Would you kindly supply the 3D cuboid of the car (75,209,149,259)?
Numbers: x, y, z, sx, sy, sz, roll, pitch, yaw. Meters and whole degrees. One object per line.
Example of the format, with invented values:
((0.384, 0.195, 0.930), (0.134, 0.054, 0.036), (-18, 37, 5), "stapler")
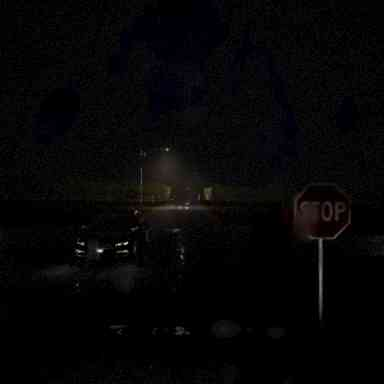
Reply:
((-2.737, 1.455, 12.300), (1.837, 1.490, 4.892), (1, 1, 0), "car")

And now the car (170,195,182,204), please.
((-2.734, 1.245, 57.559), (1.837, 1.490, 4.892), (0, 0, 0), "car")
